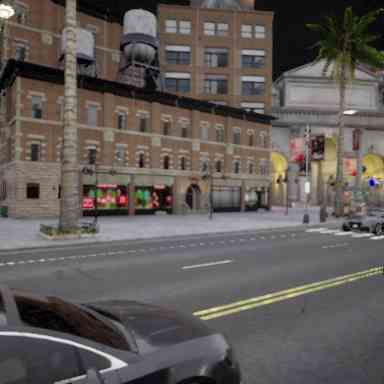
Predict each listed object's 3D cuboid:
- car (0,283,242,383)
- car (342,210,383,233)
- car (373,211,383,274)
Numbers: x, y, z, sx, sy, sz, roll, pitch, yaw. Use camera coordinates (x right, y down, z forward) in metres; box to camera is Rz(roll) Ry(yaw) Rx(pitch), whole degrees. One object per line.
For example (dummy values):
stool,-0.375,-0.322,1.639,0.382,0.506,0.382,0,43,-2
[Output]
car,-1.768,1.505,2.479,4.892,1.490,1.837,0,0,-36
car,11.108,1.806,20.510,4.181,1.385,1.994,1,0,-35
car,7.097,1.477,8.831,4.553,1.767,2.097,1,-1,-35
